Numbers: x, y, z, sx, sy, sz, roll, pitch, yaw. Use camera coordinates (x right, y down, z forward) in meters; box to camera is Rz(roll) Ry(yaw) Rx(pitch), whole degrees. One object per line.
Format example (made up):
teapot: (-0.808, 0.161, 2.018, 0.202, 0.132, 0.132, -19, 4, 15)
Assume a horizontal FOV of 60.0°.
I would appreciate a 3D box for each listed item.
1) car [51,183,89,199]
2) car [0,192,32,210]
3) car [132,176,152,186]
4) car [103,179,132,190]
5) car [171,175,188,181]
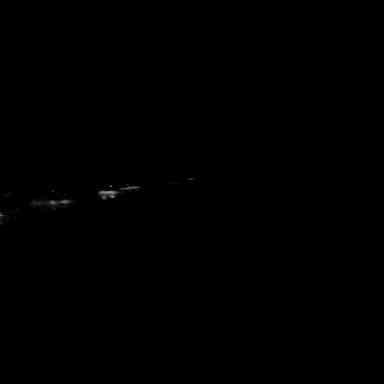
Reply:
car: (-14.412, -0.413, 39.928, 2.150, 2.045, 5.566, -1, 5, 17)
car: (-16.729, 0.744, 30.408, 1.812, 1.442, 4.674, -1, 4, 12)
car: (-8.638, -1.921, 56.523, 2.128, 1.511, 4.902, 0, 6, 22)
car: (-11.343, -1.127, 49.347, 1.837, 1.490, 4.892, -1, 6, 20)
car: (-2.391, -2.667, 62.684, 1.895, 1.301, 4.718, -1, 6, 22)
